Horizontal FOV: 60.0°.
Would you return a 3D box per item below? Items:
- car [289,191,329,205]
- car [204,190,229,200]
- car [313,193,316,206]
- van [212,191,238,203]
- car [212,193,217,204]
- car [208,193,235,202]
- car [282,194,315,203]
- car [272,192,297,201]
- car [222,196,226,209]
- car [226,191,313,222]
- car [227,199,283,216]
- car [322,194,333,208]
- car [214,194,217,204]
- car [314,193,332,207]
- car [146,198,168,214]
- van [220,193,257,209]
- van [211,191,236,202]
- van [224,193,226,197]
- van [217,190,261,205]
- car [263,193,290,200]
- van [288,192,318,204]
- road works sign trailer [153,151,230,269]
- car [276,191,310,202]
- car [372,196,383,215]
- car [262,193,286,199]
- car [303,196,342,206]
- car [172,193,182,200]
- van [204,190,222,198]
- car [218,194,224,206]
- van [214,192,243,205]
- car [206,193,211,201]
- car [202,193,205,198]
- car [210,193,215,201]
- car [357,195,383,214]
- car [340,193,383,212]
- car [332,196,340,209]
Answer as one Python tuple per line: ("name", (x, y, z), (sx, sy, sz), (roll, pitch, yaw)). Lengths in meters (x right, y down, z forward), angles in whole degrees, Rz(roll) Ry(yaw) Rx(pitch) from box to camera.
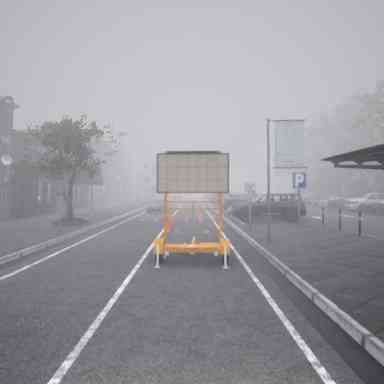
("car", (18.751, 0.932, 53.562), (5.566, 2.045, 2.435), (0, 1, 0))
("car", (5.562, 0.647, 75.364), (5.566, 2.045, 2.435), (0, 1, 0))
("car", (18.713, 1.302, 45.231), (4.792, 1.488, 2.163), (0, 1, 0))
("van", (5.747, 0.892, 58.546), (4.442, 1.987, 1.878), (0, 1, 0))
("car", (5.655, 1.290, 47.334), (4.674, 1.452, 2.002), (0, 1, 0))
("car", (5.611, 1.046, 64.155), (4.892, 1.521, 2.231), (0, 1, 0))
("car", (18.895, 1.108, 59.116), (5.366, 1.575, 1.946), (0, 1, 0))
("car", (18.720, 0.877, 67.442), (4.553, 1.767, 2.185), (0, 1, 0))
("car", (5.519, 1.371, 27.704), (5.366, 1.575, 1.946), (0, 0, 0))
("car", (5.683, 1.138, 24.900), (5.566, 2.045, 2.435), (0, 0, 0))
("car", (5.700, 1.400, 30.508), (4.674, 1.452, 2.002), (0, 0, 0))
("car", (18.750, 1.311, 39.682), (5.008, 1.535, 2.097), (0, 0, 0))
("car", (5.693, 1.306, 44.526), (4.792, 1.488, 2.163), (0, 0, 0))
("car", (18.933, 1.289, 42.459), (5.366, 1.575, 1.946), (0, 0, 0))
("car", (-3.382, 1.355, 32.921), (1.837, 1.490, 4.892), (0, 0, 0))
("van", (5.787, 1.070, 41.722), (4.442, 1.987, 1.878), (0, 0, 0))
("van", (5.741, 0.855, 61.349), (4.442, 1.987, 1.878), (0, 1, 0))
("van", (5.808, 1.120, 33.310), (4.442, 1.987, 1.878), (0, 0, 0))
("van", (5.561, 1.089, 38.920), (4.442, 1.987, 1.878), (0, 0, 0))
("car", (18.491, 0.928, 72.993), (5.366, 1.575, 1.946), (0, 1, 0))
("van", (18.832, 0.922, 56.339), (4.442, 1.987, 1.878), (0, 1, 0))
("road works sign trailer", (0.036, 0.439, 11.128), (2.380, 3.560, 2.880), (0, 0, 2))
("car", (18.731, 0.824, 61.888), (5.566, 2.045, 2.435), (0, 1, 0))
("car", (18.787, 1.371, 28.578), (5.008, 1.535, 2.097), (0, 0, 0))
("car", (18.675, 0.896, 75.770), (4.892, 1.521, 2.231), (0, 1, 0))
("car", (18.764, 1.274, 48.014), (4.792, 1.488, 2.163), (0, 1, 0))
("car", (-3.325, 0.966, 74.412), (2.033, 1.411, 5.357), (0, 1, 0))
("van", (5.447, 0.527, 86.576), (4.442, 1.987, 1.878), (0, 1, 0))
("car", (5.679, 1.331, 36.114), (5.008, 1.535, 2.097), (0, 0, 0))
("van", (5.761, 0.964, 52.942), (4.442, 1.987, 1.878), (0, 1, 0))
("car", (5.609, 0.903, 55.742), (5.566, 2.045, 2.435), (0, 1, 0))
("car", (5.569, 0.684, 72.561), (5.566, 2.045, 2.435), (0, 1, 0))
("car", (5.657, 1.222, 50.137), (4.892, 1.521, 2.231), (0, 1, 0))
("car", (18.780, 1.356, 31.354), (5.008, 1.535, 2.097), (0, 0, 0))
("car", (18.740, 1.091, 34.128), (5.566, 2.045, 2.435), (0, 0, 0))
("car", (18.756, 1.329, 36.904), (4.892, 1.521, 2.231), (0, 0, 0))
